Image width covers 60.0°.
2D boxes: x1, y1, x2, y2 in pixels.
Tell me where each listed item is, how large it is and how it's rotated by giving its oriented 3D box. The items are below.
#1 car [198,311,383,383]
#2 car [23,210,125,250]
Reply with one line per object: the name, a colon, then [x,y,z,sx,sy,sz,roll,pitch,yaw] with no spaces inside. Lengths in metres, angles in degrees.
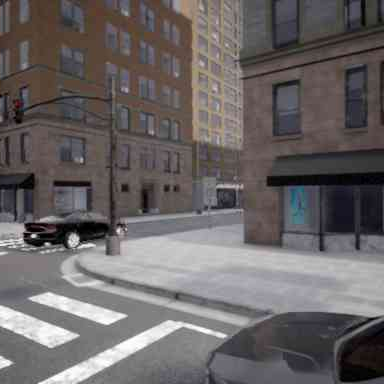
car: [2.286,1.504,2.053,4.892,1.490,1.837,0,0,36]
car: [-4.965,1.528,14.811,1.882,1.535,5.008,-2,-1,24]
